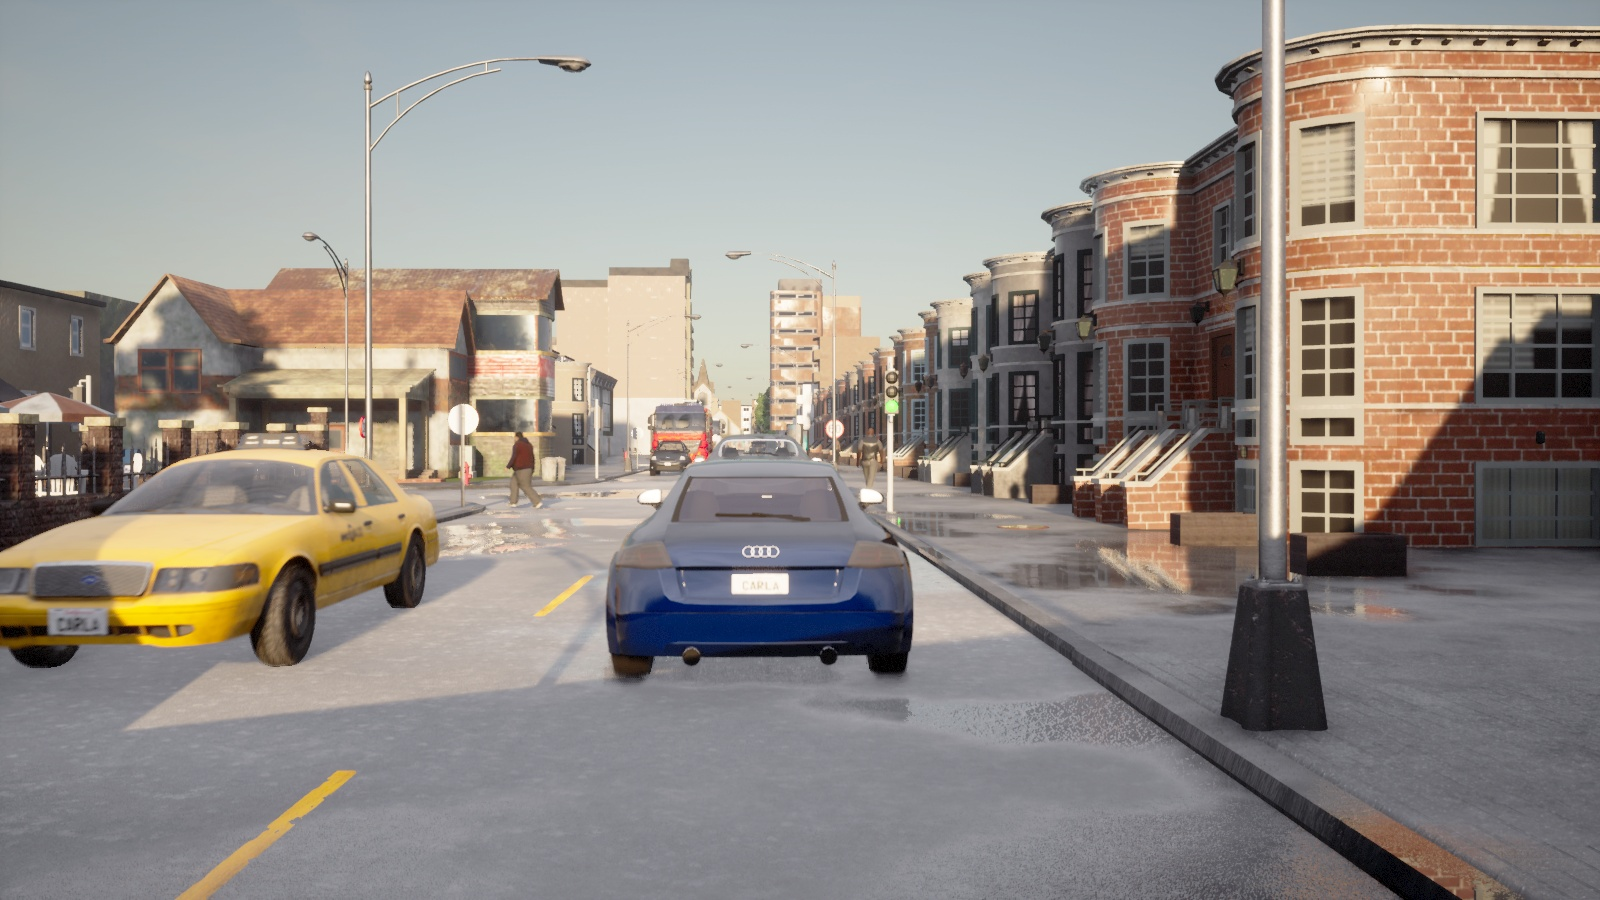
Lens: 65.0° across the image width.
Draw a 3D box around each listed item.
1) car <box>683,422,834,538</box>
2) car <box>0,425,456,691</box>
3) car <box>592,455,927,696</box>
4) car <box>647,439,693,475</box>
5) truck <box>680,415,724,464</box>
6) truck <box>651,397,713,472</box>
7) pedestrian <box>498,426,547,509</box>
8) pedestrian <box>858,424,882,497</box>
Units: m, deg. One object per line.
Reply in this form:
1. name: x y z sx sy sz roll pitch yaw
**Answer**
1. car: -0.678 0.410 20.468 2.152 1.651 5.027 0 0 -2
2. car: -4.322 0.625 10.127 1.801 1.575 5.366 0 0 -2
3. car: -0.299 0.757 9.574 1.994 1.385 4.181 0 0 -2
4. car: -5.970 0.314 58.106 1.851 1.617 3.988 0 0 -2
5. truck: -7.141 -0.761 92.701 2.891 3.462 7.936 0 0 -2
6. truck: -6.322 -0.807 68.437 2.891 3.827 8.468 0 0 -2
7. pedestrian: -6.245 0.382 28.284 0.899 1.844 0.634 0 0 14
8. pedestrian: 1.830 0.274 32.778 0.563 1.883 0.849 0 0 8
